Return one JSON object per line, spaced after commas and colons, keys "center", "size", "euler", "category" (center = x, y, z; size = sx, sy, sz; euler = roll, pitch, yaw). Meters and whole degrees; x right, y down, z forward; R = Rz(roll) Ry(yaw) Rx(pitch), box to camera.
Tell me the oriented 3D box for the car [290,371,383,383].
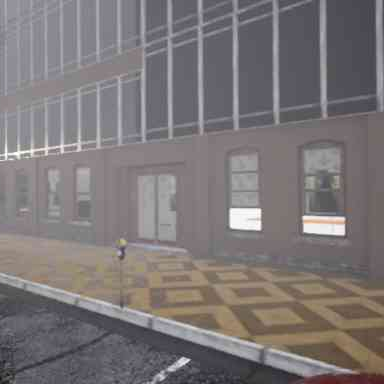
{"center": [2.255, 1.571, 1.266], "size": [4.206, 1.307, 1.802], "euler": [-1, 0, 36], "category": "car"}
